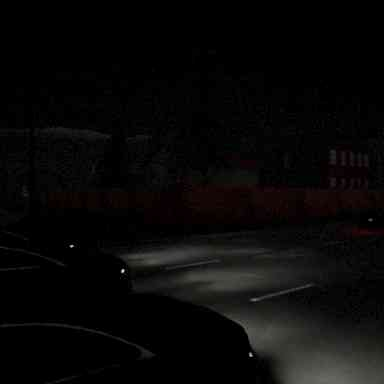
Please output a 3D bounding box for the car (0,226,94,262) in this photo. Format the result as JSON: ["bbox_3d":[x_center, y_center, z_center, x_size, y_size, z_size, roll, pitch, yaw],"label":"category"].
[{"bbox_3d":[-3.413,1.493,5.610,4.902,1.511,2.128,0,0,-35],"label":"car"}]

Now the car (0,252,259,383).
[{"bbox_3d":[-1.578,1.506,2.620,4.892,1.490,1.837,0,0,-35],"label":"car"}]

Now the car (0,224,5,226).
[{"bbox_3d":[-5.414,1.494,8.484,4.902,1.511,2.128,0,0,-35],"label":"car"}]

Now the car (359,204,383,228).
[{"bbox_3d":[12.745,1.523,21.435,5.008,1.535,1.882,0,0,-35],"label":"car"}]
